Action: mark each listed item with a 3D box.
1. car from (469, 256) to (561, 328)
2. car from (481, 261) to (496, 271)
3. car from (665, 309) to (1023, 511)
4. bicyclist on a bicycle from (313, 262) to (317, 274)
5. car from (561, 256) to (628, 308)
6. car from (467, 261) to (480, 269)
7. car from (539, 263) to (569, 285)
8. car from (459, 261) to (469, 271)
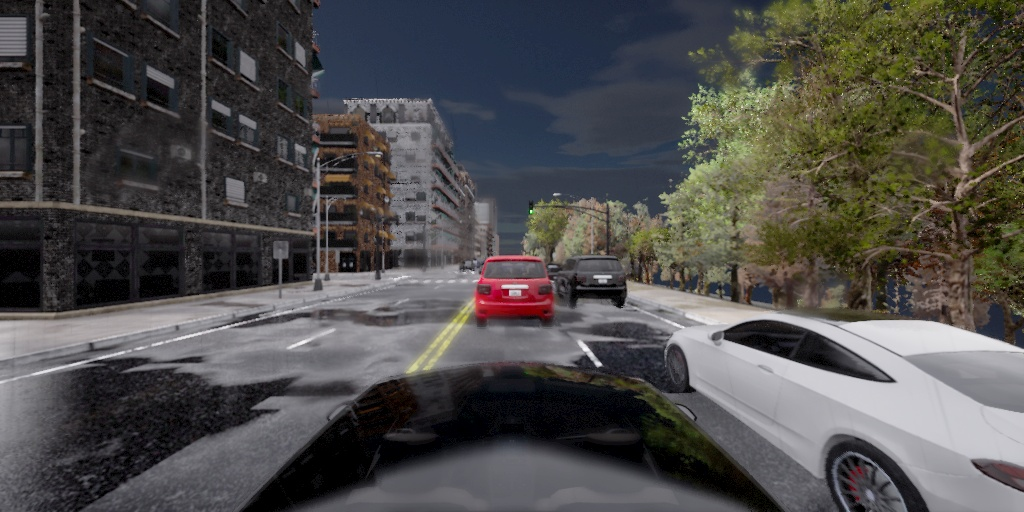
[{"bbox_3d":[0.067,1.015,11.665,2.150,2.045,5.566,0,0,0],"label":"car"},{"bbox_3d":[-3.522,1.550,54.942,1.994,1.385,4.181,0,0,0],"label":"car"},{"bbox_3d":[3.341,1.284,3.767,1.812,1.442,4.674,0,0,0],"label":"car"},{"bbox_3d":[-25.026,1.518,45.211,0.582,1.620,1.656,-1,0,-1],"label":"bicyclist on a bicycle"},{"bbox_3d":[3.303,1.028,15.754,2.150,2.045,5.566,0,0,0],"label":"car"},{"bbox_3d":[-6.771,1.555,63.779,1.812,1.442,4.674,0,0,0],"label":"car"},{"bbox_3d":[3.257,1.370,28.669,1.837,1.490,4.892,0,0,0],"label":"car"},{"bbox_3d":[-6.742,1.489,54.532,1.837,1.490,4.892,0,0,2],"label":"car"}]
